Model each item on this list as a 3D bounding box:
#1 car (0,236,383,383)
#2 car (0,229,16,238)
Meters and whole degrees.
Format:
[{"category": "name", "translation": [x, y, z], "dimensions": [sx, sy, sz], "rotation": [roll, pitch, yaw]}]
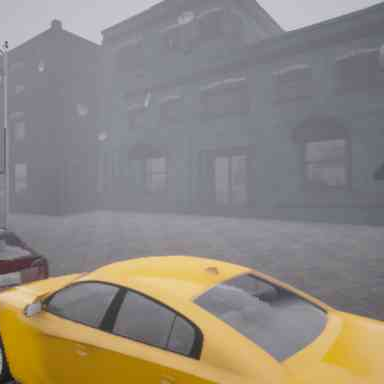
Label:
[{"category": "car", "translation": [-0.478, 1.476, 3.663], "dimensions": [5.008, 1.535, 2.097], "rotation": [0, 0, 36]}, {"category": "car", "translation": [-4.913, 1.486, 6.915], "dimensions": [4.792, 1.488, 2.163], "rotation": [0, 0, 36]}]
